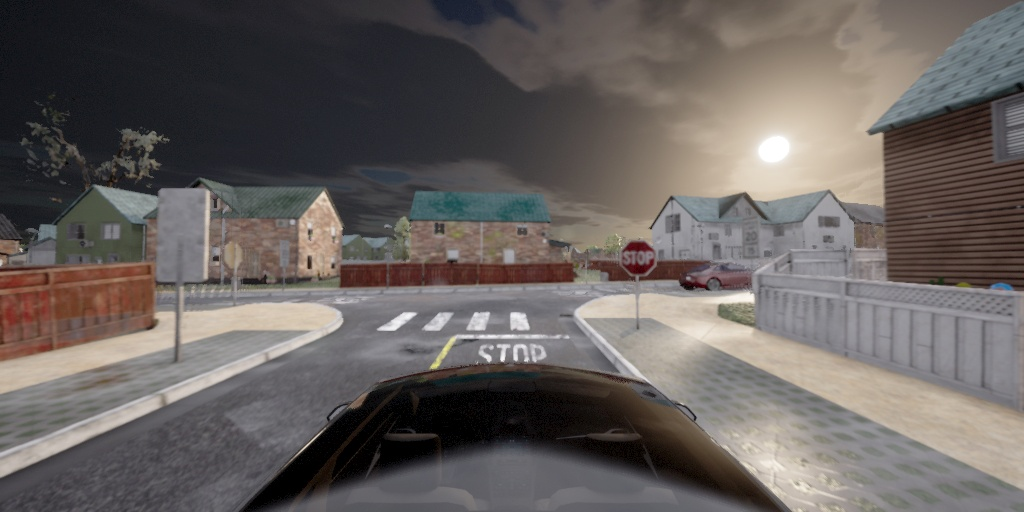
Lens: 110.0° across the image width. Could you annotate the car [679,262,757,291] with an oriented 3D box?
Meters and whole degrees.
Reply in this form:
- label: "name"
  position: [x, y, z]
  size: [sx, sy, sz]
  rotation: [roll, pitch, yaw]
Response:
- label: "car"
  position: [10.416, 1.002, 17.521]
  size: [4.181, 1.385, 1.994]
  rotation: [-1, -2, -10]
